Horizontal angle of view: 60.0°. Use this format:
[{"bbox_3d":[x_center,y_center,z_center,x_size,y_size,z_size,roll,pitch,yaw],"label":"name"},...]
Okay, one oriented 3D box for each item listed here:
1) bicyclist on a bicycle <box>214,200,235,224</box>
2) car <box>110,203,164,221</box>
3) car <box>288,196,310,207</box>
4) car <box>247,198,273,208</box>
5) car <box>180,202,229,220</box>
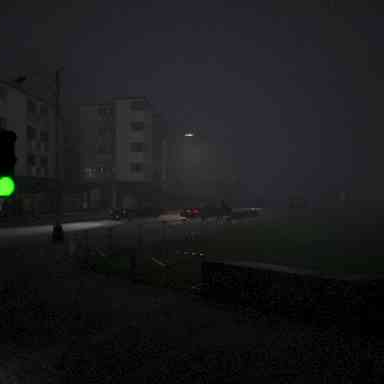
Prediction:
[{"bbox_3d":[2.184,1.362,22.611,1.656,1.620,0.582,0,0,36],"label":"bicyclist on a bicycle"},{"bbox_3d":[-4.521,1.624,27.672,1.895,1.301,4.718,0,0,36],"label":"car"},{"bbox_3d":[15.814,1.368,48.959,2.097,1.767,4.553,0,0,36],"label":"car"},{"bbox_3d":[9.837,1.570,47.673,2.033,1.411,5.357,0,0,36],"label":"car"},{"bbox_3d":[1.192,1.565,28.449,2.033,1.411,5.357,0,0,35],"label":"car"}]
